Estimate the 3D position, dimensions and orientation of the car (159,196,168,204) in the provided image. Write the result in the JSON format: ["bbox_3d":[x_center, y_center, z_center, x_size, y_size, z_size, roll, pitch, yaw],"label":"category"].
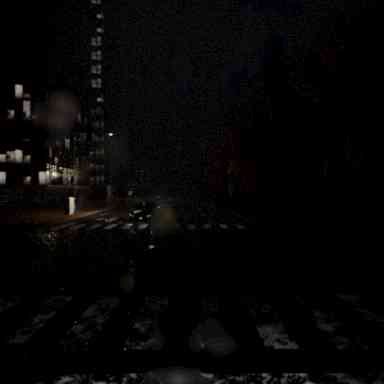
[{"bbox_3d":[-5.156,1.375,58.930,2.128,1.511,4.902,0,0,-4],"label":"car"}]

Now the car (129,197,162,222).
[{"bbox_3d":[-3.619,1.498,25.501,1.837,1.490,4.892,0,2,-2],"label":"car"}]
